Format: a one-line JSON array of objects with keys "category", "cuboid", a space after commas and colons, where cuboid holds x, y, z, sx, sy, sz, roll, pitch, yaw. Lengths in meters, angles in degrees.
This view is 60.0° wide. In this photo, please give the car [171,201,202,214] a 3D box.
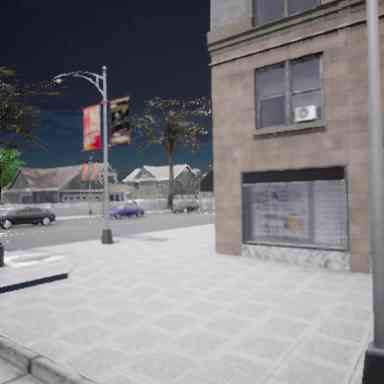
[{"category": "car", "cuboid": [-0.673, 1.885, 41.710, 1.837, 1.490, 4.892, -2, -1, 36]}]

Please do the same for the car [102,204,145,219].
[{"category": "car", "cuboid": [-6.774, 1.905, 33.326, 1.812, 1.442, 4.674, -2, -1, 36]}]

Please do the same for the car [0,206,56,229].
[{"category": "car", "cuboid": [-12.781, 1.877, 25.051, 1.837, 1.490, 4.892, -2, -1, 36]}]
